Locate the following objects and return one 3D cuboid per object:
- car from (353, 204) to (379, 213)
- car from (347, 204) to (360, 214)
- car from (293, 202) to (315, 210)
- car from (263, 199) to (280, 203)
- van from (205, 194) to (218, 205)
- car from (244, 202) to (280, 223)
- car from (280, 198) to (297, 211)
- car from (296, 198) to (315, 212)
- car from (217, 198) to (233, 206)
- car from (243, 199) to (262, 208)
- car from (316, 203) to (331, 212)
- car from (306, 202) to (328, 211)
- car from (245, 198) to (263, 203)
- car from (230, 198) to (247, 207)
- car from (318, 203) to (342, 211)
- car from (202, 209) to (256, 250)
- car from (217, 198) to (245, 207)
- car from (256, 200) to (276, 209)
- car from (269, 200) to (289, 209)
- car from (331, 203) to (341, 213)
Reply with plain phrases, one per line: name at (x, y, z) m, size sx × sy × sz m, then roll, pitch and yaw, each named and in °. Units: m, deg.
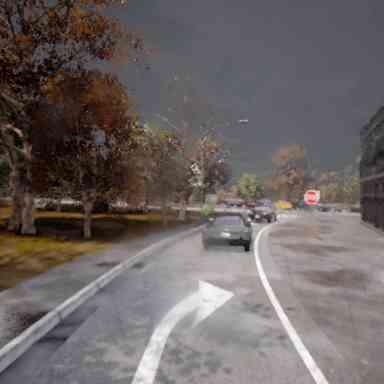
car at (36.683, 3.374, 70.223) m, size 1.946 × 1.575 × 5.366 m, roll 2°, pitch -1°, yaw -10°
car at (28.022, 2.777, 55.660) m, size 2.185 × 1.767 × 4.553 m, roll 2°, pitch -1°, yaw -10°
car at (22.913, 2.837, 68.090) m, size 2.097 × 1.535 × 5.008 m, roll 3°, pitch -1°, yaw -10°
car at (11.546, 1.875, 52.954) m, size 2.185 × 1.767 × 4.553 m, roll 4°, pitch -1°, yaw -10°
van at (3.844, 1.474, 64.763) m, size 1.878 × 1.987 × 4.442 m, roll 4°, pitch 0°, yaw -10°
car at (6.137, 1.872, 28.841) m, size 1.812 × 1.442 × 4.674 m, roll 0°, pitch -2°, yaw 23°
car at (14.280, 2.175, 53.375) m, size 2.097 × 1.535 × 5.008 m, roll 3°, pitch -1°, yaw -10°
car at (17.039, 2.090, 53.875) m, size 2.435 × 2.045 × 5.566 m, roll 3°, pitch -1°, yaw -10°
car at (6.437, 1.914, 65.328) m, size 2.002 × 1.452 × 4.674 m, roll 4°, pitch -1°, yaw -10°
car at (12.040, 2.270, 66.296) m, size 2.163 × 1.488 × 4.792 m, roll 4°, pitch -1°, yaw -9°
car at (19.777, 2.499, 54.298) m, size 2.231 × 1.521 × 4.892 m, roll 3°, pitch -1°, yaw -10°
car at (25.662, 2.963, 68.552) m, size 2.097 × 1.535 × 5.008 m, roll 3°, pitch -1°, yaw -10°
car at (8.795, 1.847, 52.489) m, size 2.163 × 1.488 × 4.792 m, roll 4°, pitch -1°, yaw -10°
car at (9.177, 2.096, 65.789) m, size 2.002 × 1.452 × 4.674 m, roll 4°, pitch -1°, yaw -10°
car at (28.537, 3.086, 69.035) m, size 2.231 × 1.521 × 4.892 m, roll 3°, pitch -1°, yaw -10°
car at (1.704, 1.665, 14.968) m, size 1.994 × 1.385 × 4.181 m, roll 0°, pitch -1°, yaw 11°
car at (6.065, 1.664, 51.970) m, size 2.163 × 1.488 × 4.792 m, roll 4°, pitch -1°, yaw -10°
car at (14.764, 2.404, 66.913) m, size 1.946 × 1.575 × 5.366 m, roll 3°, pitch -1°, yaw -10°
car at (17.517, 2.562, 67.376) m, size 1.946 × 1.575 × 5.366 m, roll 3°, pitch -1°, yaw -10°
car at (22.516, 2.673, 54.735) m, size 2.163 × 1.488 × 4.792 m, roll 3°, pitch -1°, yaw -10°
